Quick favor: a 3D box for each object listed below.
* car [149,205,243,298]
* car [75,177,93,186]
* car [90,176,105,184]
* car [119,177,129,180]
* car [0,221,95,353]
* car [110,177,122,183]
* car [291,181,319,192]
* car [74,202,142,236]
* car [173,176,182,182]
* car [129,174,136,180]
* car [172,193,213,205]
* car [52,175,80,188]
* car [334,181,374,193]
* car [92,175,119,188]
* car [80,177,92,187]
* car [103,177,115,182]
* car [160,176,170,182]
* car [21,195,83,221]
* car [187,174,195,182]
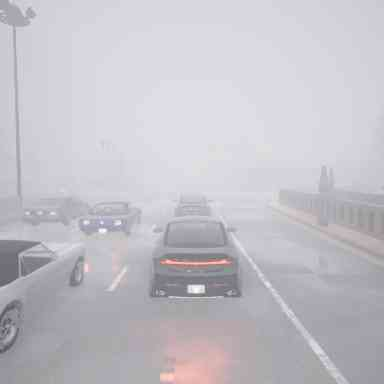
[{"bbox_3d":[0.070,1.337,8.152,1.837,1.490,4.892,0,2,0],"label":"car"},{"bbox_3d":[-21.298,-2.102,65.691,1.882,1.535,5.008,0,3,0],"label":"car"},{"bbox_3d":[-21.342,-2.828,75.656,2.097,1.767,4.553,0,3,0],"label":"car"},{"bbox_3d":[-14.321,-2.165,64.652,2.097,1.767,4.553,0,3,0],"label":"car"},{"bbox_3d":[-3.421,1.506,5.934,1.895,1.301,4.718,0,2,0],"label":"car"},{"bbox_3d":[-17.856,-2.805,78.548,1.994,1.385,4.181,0,3,0],"label":"car"},{"bbox_3d":[15.021,-0.646,42.401,4.674,1.442,1.812,0,3,2],"label":"car"},{"bbox_3d":[-3.457,1.078,15.061,1.895,1.301,4.718,0,3,0],"label":"car"},{"bbox_3d":[-3.902,-3.436,88.412,1.812,1.442,4.674,0,3,0],"label":"car"},{"bbox_3d":[-14.338,-2.653,74.798,1.882,1.535,5.008,0,3,0],"label":"car"},{"bbox_3d":[0.035,0.837,17.531,1.837,1.490,4.892,0,3,-1],"label":"car"},{"bbox_3d":[-21.322,-1.754,55.704,2.150,2.045,5.566,0,3,0],"label":"car"},{"bbox_3d":[18.464,-0.476,38.792,5.008,1.535,1.882,0,3,2],"label":"car"},{"bbox_3d":[-14.324,-1.727,55.262,2.150,2.045,5.566,0,3,0],"label":"car"},{"bbox_3d":[-17.820,-1.638,59.177,2.033,1.411,5.357,0,3,0],"label":"car"},{"bbox_3d":[-21.389,-3.206,85.686,1.895,1.301,4.718,0,3,0],"label":"car"},{"bbox_3d":[-7.402,-3.434,88.396,1.812,1.442,4.674,0,3,0],"label":"car"},{"bbox_3d":[-6.968,0.867,17.693,2.033,1.411,5.357,0,3,0],"label":"car"},{"bbox_3d":[-0.408,-3.509,89.694,2.128,1.511,4.902,0,3,0],"label":"car"}]
